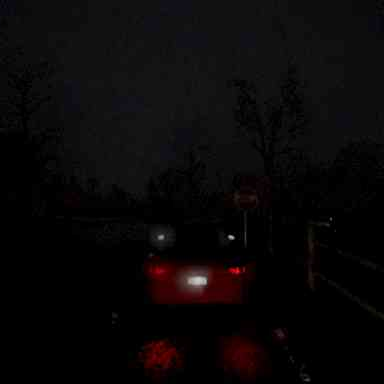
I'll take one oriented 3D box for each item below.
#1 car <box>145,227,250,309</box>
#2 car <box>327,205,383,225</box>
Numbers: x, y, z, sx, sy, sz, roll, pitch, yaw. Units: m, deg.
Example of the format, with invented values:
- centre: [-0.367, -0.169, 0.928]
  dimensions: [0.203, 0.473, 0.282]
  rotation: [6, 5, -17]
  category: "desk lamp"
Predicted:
- centre: [0.100, 1.513, 7.819]
  dimensions: [1.994, 1.385, 4.181]
  rotation: [0, 0, 0]
  category: "car"
- centre: [12.845, 1.676, 24.365]
  dimensions: [5.357, 1.411, 2.033]
  rotation: [1, 1, 0]
  category: "car"
